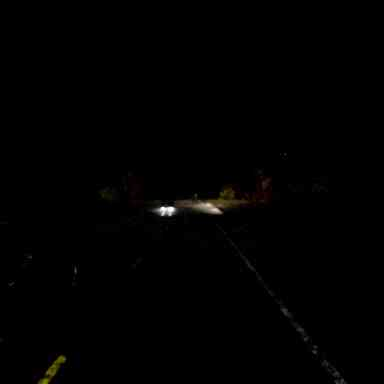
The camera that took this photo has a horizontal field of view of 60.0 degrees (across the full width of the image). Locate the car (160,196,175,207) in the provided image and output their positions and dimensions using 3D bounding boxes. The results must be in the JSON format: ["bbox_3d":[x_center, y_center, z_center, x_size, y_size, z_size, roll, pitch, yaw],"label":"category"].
[{"bbox_3d":[-3.555,1.410,48.965,2.128,1.511,4.902,0,0,0],"label":"car"}]

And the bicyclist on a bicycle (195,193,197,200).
[{"bbox_3d":[0.995,1.191,79.699,0.659,1.776,1.843,0,1,0],"label":"bicyclist on a bicycle"}]

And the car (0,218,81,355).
[{"bbox_3d":[-3.596,1.346,5.741,2.097,1.767,4.553,0,0,0],"label":"car"}]
